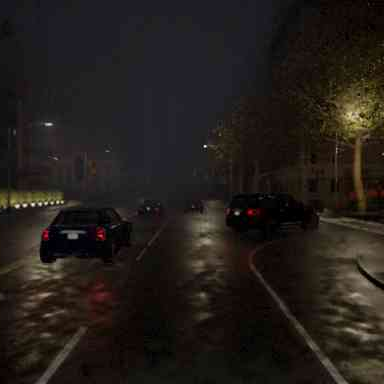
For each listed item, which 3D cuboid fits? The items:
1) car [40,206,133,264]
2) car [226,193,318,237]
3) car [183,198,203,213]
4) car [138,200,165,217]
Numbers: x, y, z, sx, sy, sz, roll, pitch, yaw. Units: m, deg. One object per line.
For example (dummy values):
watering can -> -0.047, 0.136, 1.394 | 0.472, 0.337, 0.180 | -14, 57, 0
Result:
car -> -3.410, 1.268, 11.631 | 2.097, 1.767, 4.553 | 0, 0, 0
car -> 4.272, 1.097, 17.361 | 5.566, 2.045, 2.150 | 0, -1, -38
car -> 0.089, 1.327, 33.231 | 1.994, 1.385, 4.181 | 0, 0, 0
car -> -3.409, 1.345, 28.458 | 2.033, 1.411, 5.357 | 0, 0, 0
